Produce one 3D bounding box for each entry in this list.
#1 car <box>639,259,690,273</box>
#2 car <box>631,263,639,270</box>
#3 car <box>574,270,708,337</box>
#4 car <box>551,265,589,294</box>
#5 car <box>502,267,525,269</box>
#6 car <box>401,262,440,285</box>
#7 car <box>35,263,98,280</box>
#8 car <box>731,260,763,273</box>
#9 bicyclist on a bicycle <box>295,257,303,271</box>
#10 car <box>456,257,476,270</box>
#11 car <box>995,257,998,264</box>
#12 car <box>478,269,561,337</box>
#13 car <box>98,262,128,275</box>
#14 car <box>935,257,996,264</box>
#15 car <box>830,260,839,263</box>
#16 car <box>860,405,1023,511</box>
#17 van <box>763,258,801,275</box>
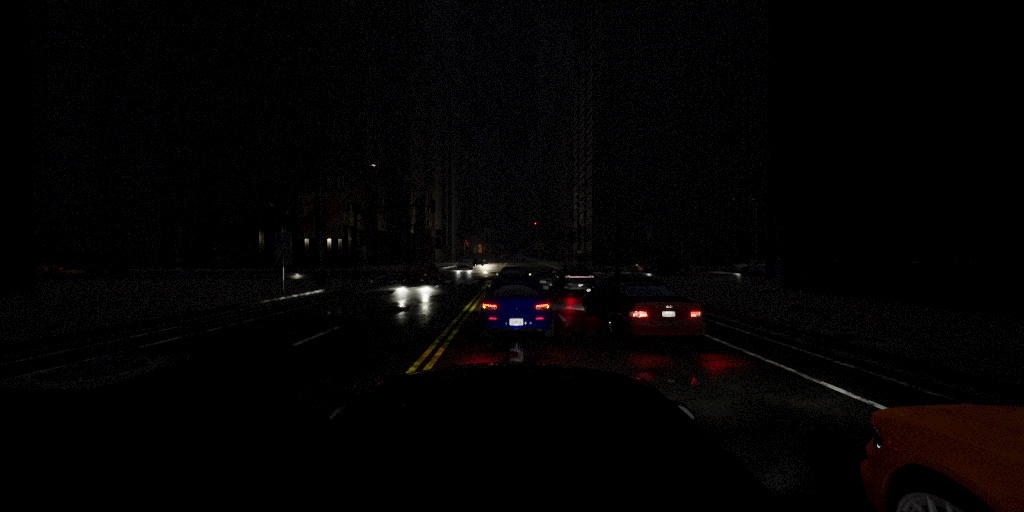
[{"bbox_3d":[17.712,1.146,41.143,5.008,1.535,1.882,0,1,0],"label":"car"},{"bbox_3d":[16.682,1.070,43.822,4.097,1.591,1.967,0,0,0],"label":"car"},{"bbox_3d":[3.349,1.293,10.214,2.033,1.411,5.357,0,0,0],"label":"car"},{"bbox_3d":[3.344,1.229,19.962,2.128,1.511,4.902,0,0,0],"label":"car"},{"bbox_3d":[0.092,1.285,19.689,2.033,1.411,5.357,0,0,0],"label":"car"},{"bbox_3d":[-6.600,1.209,26.261,1.882,1.535,5.008,0,0,0],"label":"car"},{"bbox_3d":[-40.834,1.449,32.164,4.829,1.417,1.751,0,0,0],"label":"car"},{"bbox_3d":[27.651,1.183,41.072,4.674,1.442,1.812,0,1,0],"label":"car"},{"bbox_3d":[-25.889,1.000,43.551,0.582,1.620,1.656,0,1,0],"label":"bicyclist on a bicycle"},{"bbox_3d":[-6.595,1.239,50.417,1.812,1.442,4.674,0,0,0],"label":"car"},{"bbox_3d":[49.280,1.046,35.115,5.009,1.841,2.192,0,0,0],"label":"car"},{"bbox_3d":[0.091,1.272,10.115,1.812,1.442,4.674,0,0,0],"label":"car"},{"bbox_3d":[-46.428,1.361,40.685,4.507,1.381,1.888,0,0,0],"label":"car"},{"bbox_3d":[43.838,1.169,35.145,4.097,1.591,1.967,0,0,0],"label":"car"},{"bbox_3d":[32.959,1.320,35.206,4.207,1.307,1.802,0,0,0],"label":"car"},{"bbox_3d":[3.349,1.228,0.390,1.882,1.535,5.008,0,0,0],"label":"car"},{"bbox_3d":[27.518,1.085,35.237,3.998,1.789,1.690,0,0,0],"label":"van"}]
